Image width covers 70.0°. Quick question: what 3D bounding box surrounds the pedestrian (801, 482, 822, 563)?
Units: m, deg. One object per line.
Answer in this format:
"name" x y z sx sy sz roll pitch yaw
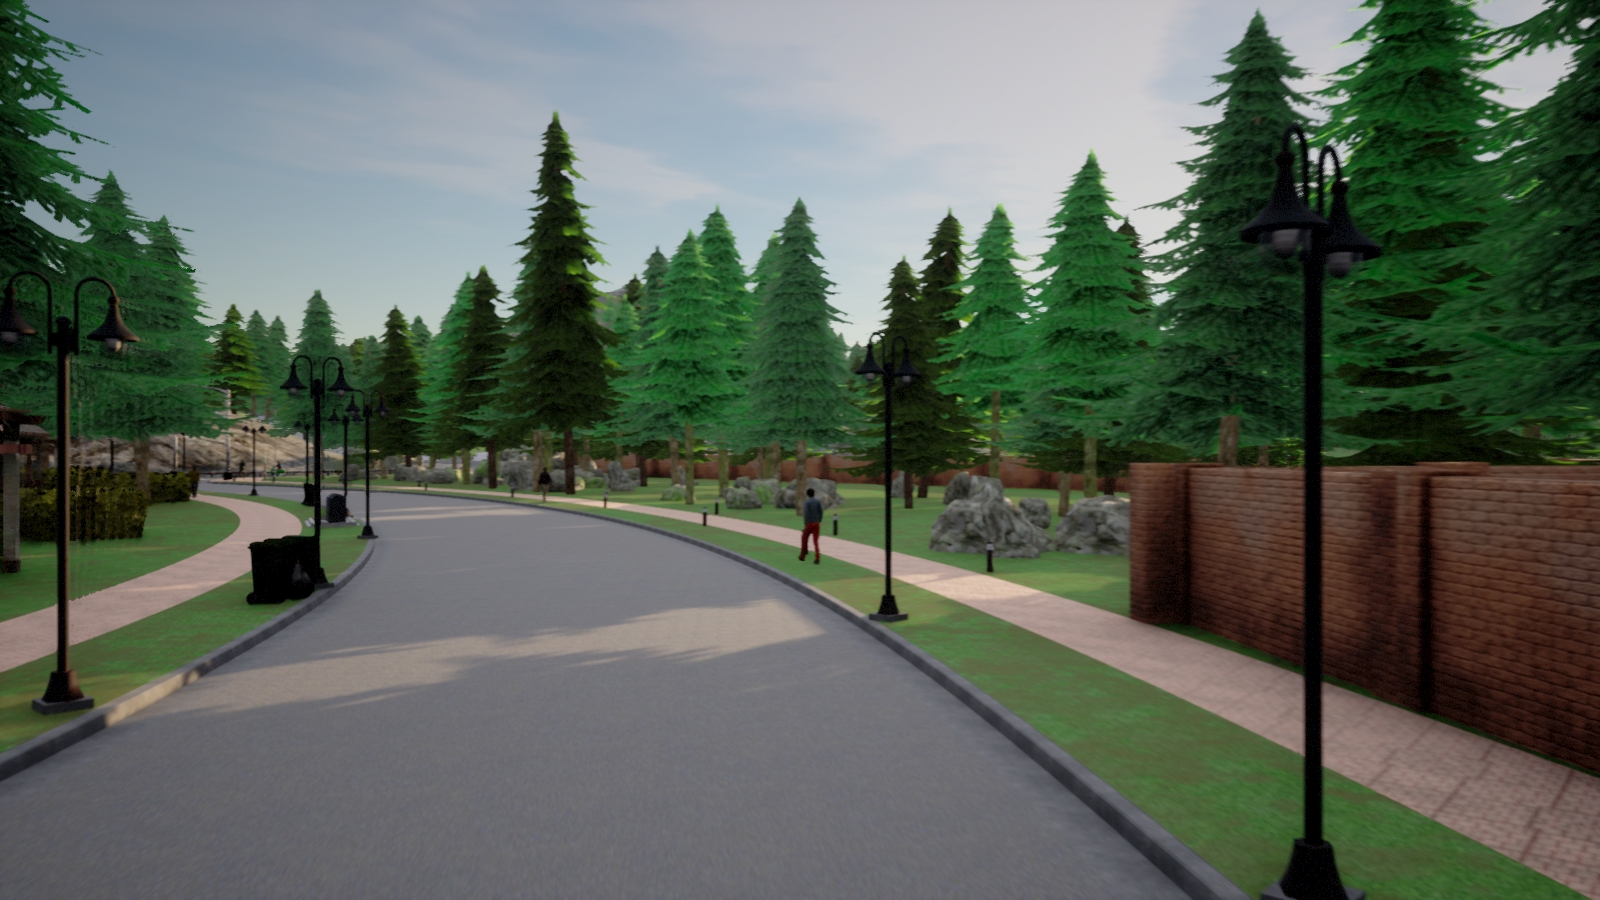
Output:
"pedestrian" 0.261 1.668 26.501 0.375 1.860 0.375 0 0 -23

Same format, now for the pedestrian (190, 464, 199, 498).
"pedestrian" -33.100 1.685 62.466 0.375 1.860 0.375 0 0 -41

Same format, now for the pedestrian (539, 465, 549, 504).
"pedestrian" -12.377 1.674 55.322 0.375 1.860 0.375 0 0 -29
